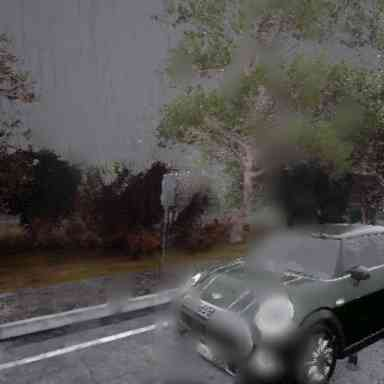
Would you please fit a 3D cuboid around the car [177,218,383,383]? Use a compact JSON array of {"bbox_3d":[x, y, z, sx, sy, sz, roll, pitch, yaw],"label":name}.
[{"bbox_3d":[1.985,1.370,5.412,4.553,1.767,2.097,0,0,-36],"label":"car"}]
